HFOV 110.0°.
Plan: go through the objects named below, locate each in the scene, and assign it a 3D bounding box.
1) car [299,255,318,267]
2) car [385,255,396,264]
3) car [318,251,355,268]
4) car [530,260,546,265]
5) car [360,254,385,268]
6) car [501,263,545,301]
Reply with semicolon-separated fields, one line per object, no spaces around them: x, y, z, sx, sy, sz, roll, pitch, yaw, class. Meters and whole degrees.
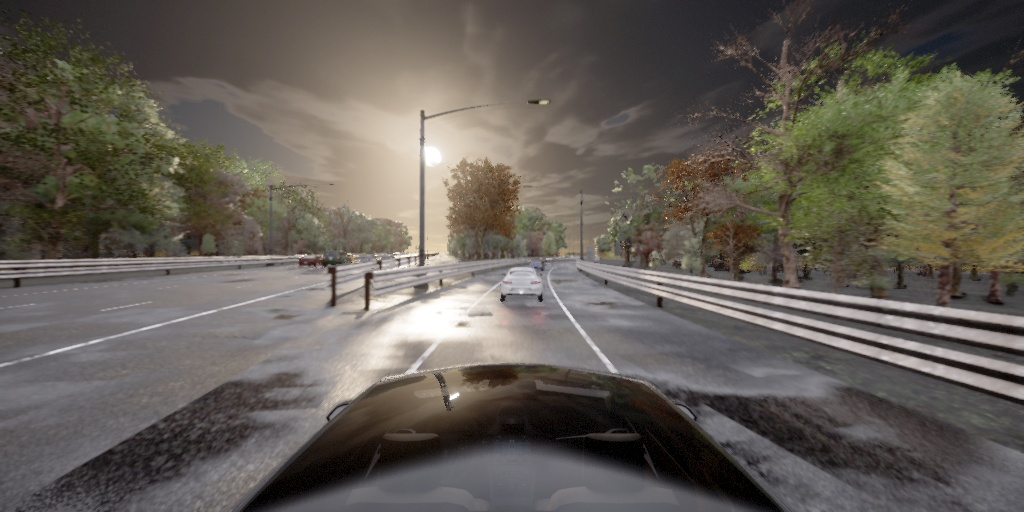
-24.690;0.604;44.517;1.882;1.535;5.008;0;0;-11;car
-20.867;0.498;61.152;2.128;1.511;4.902;0;1;-11;car
-20.785;0.387;42.743;2.150;2.045;5.566;0;0;-11;car
3.191;1.160;45.568;2.033;1.411;5.357;0;0;9;car
-17.586;0.736;44.641;1.994;1.385;4.181;0;0;-11;car
0.490;1.231;16.909;1.812;1.442;4.674;0;0;3;car
